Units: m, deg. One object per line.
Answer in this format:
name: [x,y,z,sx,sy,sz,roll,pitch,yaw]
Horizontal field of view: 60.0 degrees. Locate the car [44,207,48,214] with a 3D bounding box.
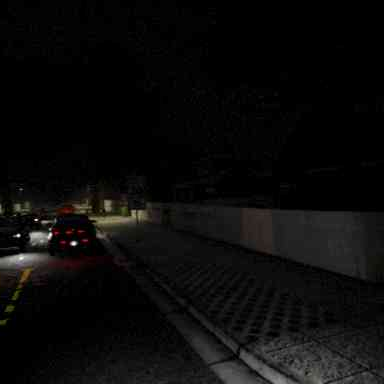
car: [-16.391,2.267,35.418,2.033,1.411,5.357,-3,0,-21]

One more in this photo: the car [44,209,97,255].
car: [-5.348,1.731,14.852,1.837,1.490,4.892,-3,0,-21]

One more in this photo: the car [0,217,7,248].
car: [-4.906,1.434,5.635,2.150,2.045,5.566,-3,1,-21]

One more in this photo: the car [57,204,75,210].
car: [-15.162,2.137,40.151,1.882,1.535,5.008,-3,0,-21]

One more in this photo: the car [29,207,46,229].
car: [-12.654,2.155,25.667,1.895,1.301,4.718,-3,0,-21]

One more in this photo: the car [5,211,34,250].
car: [-8.847,1.913,15.840,1.812,1.442,4.674,-3,0,-22]
